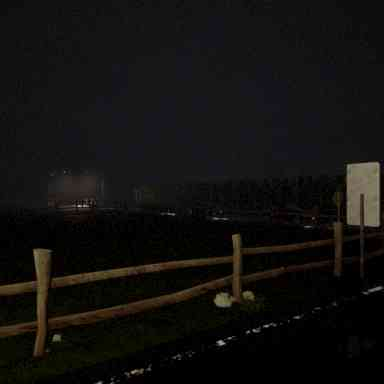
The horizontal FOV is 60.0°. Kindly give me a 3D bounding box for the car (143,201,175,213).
[{"bbox_3d":[-4.340,1.841,42.404,2.033,1.411,5.357,0,0,-36],"label":"car"}]

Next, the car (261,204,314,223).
[{"bbox_3d":[7.414,1.653,25.884,1.812,1.442,4.674,0,0,-35],"label":"car"}]

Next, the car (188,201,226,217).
[{"bbox_3d":[1.423,1.716,34.313,1.837,1.490,4.892,0,0,-35],"label":"car"}]
